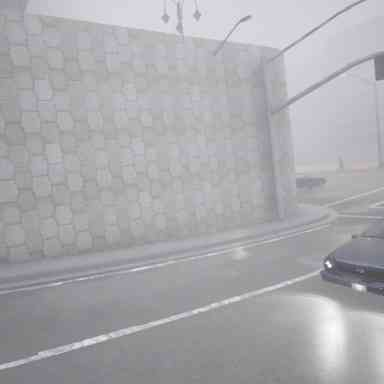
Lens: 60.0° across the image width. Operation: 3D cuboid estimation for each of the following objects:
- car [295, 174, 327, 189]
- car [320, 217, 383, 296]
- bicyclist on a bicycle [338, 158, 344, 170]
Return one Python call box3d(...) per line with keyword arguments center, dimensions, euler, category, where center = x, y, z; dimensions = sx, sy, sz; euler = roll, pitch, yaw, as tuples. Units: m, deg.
box3d(center=(10.005, -1.017, 30.947), dimensions=(1.895, 1.301, 4.718), euler=(-11, 6, -35), category="car")
box3d(center=(5.275, 1.209, 7.771), dimensions=(5.357, 1.411, 2.033), euler=(-5, 3, -35), category="car")
box3d(center=(20.059, -3.825, 44.866), dimensions=(1.656, 1.620, 0.582), euler=(-11, 6, -35), category="bicyclist on a bicycle")
